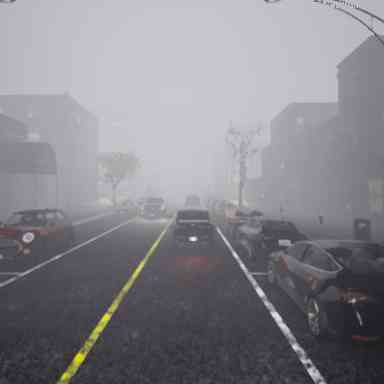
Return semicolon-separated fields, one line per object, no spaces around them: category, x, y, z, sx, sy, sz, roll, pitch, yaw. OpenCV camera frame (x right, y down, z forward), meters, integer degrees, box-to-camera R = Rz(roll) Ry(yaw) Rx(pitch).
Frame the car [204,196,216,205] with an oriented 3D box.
car;2.821;1.279;53.003;1.802;1.307;4.206;0;0;0

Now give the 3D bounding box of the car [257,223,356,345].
car;2.697;1.528;6.239;1.947;1.339;4.313;0;0;0

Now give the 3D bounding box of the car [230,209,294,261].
car;2.696;1.496;11.772;1.947;1.339;4.313;0;0;0

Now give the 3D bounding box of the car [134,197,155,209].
car;-5.811;1.313;41.082;2.008;1.369;4.403;1;0;0

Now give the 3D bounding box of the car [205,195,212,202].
car;2.794;1.339;36.456;2.008;1.369;4.403;0;0;0

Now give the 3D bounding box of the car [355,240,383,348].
car;2.700;1.310;0.705;2.192;1.841;5.009;0;0;0

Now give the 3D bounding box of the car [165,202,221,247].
car;0.032;1.420;14.464;1.837;1.490;4.892;0;1;0

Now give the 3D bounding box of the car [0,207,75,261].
car;-5.683;1.370;11.772;1.967;1.590;4.097;1;0;0

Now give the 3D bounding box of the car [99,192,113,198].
car;-20.005;0.740;75.336;4.507;1.381;1.887;1;-1;-1

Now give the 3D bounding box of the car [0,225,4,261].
car;-5.684;1.544;6.240;1.802;1.307;4.206;1;0;0

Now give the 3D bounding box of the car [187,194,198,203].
car;0.094;1.141;61.566;2.128;1.511;4.902;0;0;0

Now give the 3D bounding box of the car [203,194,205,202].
car;2.822;1.312;44.001;1.947;1.339;4.313;0;0;0

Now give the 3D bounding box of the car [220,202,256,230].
car;2.703;1.444;16.999;1.887;1.381;4.507;0;0;0

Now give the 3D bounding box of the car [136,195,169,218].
car;-3.080;1.187;28.112;2.097;1.767;4.553;0;0;0

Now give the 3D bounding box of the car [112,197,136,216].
car;-5.755;1.351;29.847;1.752;1.417;4.829;1;0;0

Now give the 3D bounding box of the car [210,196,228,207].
car;2.755;1.360;28.235;1.752;1.417;4.829;0;0;0

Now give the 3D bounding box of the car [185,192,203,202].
car;0.095;1.088;45.968;2.097;1.767;4.553;0;0;0

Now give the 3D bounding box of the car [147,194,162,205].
car;-5.817;1.143;51.900;1.967;1.590;4.097;0;0;0
